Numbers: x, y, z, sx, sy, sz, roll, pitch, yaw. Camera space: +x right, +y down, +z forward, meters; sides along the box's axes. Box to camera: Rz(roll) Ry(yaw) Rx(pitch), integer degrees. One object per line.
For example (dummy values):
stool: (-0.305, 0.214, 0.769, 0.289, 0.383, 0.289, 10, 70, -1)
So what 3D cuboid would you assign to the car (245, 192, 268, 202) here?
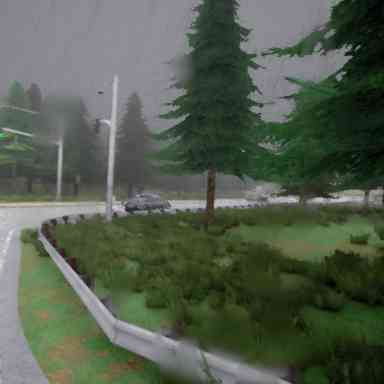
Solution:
car: (10.236, 0.789, 52.418, 2.097, 1.767, 4.553, 5, 3, 36)

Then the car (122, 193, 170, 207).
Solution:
car: (-3.606, 1.044, 28.054, 1.994, 1.385, 4.181, 5, 2, 38)
